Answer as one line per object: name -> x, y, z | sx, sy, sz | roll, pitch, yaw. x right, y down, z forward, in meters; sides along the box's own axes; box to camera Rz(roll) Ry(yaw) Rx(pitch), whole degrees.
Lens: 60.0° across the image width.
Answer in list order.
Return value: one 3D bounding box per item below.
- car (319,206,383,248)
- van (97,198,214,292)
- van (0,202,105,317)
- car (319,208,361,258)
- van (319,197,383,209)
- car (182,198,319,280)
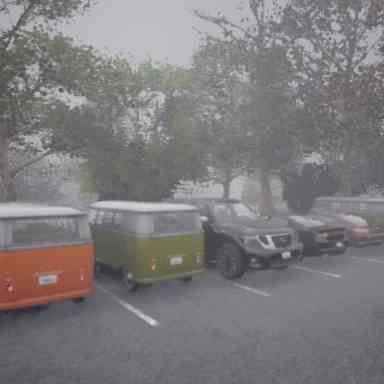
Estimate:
car -> 5.365, 1.503, 13.840 | 2.002, 1.452, 4.674 | 0, 0, -35
van -> -1.586, 1.252, 9.057 | 1.878, 1.987, 4.442 | 0, 0, -35
van -> -3.744, 1.256, 7.527 | 1.878, 1.987, 4.442 | 0, 0, -35
car -> 3.107, 1.467, 12.234 | 2.097, 1.535, 5.008 | 0, 0, -35
van -> 7.453, 1.233, 15.466 | 1.878, 1.987, 4.442 | 0, 0, -35
car -> 0.758, 1.221, 10.541 | 2.435, 2.045, 5.566 | 0, 0, -35
